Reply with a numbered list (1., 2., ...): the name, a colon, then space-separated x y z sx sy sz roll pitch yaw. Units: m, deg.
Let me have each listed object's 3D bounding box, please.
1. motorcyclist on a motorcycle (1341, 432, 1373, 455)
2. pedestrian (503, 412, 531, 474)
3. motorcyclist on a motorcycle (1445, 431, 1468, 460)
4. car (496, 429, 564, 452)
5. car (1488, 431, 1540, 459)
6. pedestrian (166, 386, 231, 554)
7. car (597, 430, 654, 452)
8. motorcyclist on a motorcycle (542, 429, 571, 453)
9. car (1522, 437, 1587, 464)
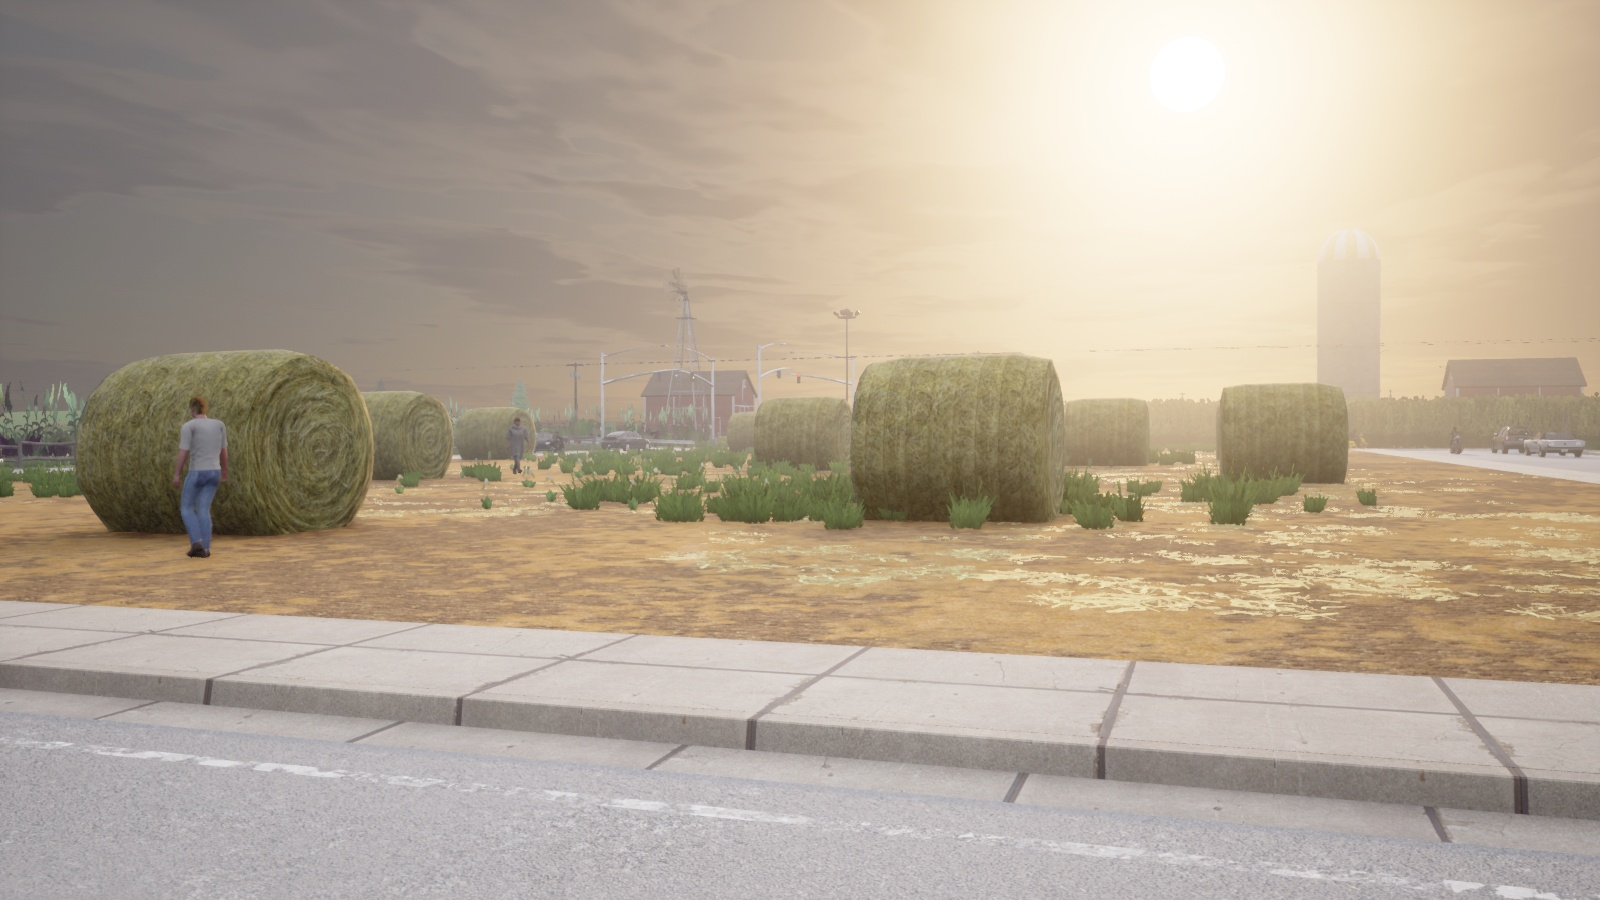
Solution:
1. motorcyclist on a motorcycle: 38.857 -0.478 87.604 0.866 1.590 1.817 -4 3 -44
2. pedestrian: -9.004 -0.222 39.958 0.659 1.952 0.873 0 1 -28
3. motorcyclist on a motorcycle: 37.864 -0.268 72.476 0.766 1.649 2.350 0 1 17
4. car: -18.086 -0.627 84.333 2.163 1.488 4.792 1 1 21
5. car: 42.001 -0.328 73.940 1.851 1.617 3.988 1 1 18
6. pedestrian: -6.729 0.212 14.039 0.706 1.836 0.354 1 1 36
7. car: -12.362 -0.680 89.347 1.837 1.490 4.892 1 1 21
8. motorcyclist on a motorcycle: -15.673 -0.578 80.894 0.797 1.523 2.044 1 2 21
9. car: 39.381 -0.003 65.668 1.895 1.301 4.718 1 1 18
